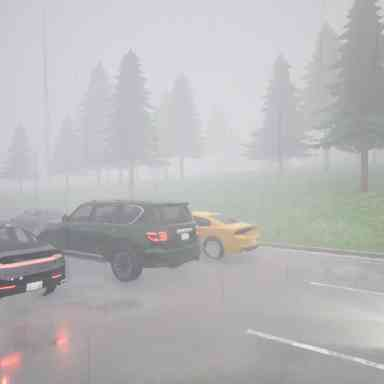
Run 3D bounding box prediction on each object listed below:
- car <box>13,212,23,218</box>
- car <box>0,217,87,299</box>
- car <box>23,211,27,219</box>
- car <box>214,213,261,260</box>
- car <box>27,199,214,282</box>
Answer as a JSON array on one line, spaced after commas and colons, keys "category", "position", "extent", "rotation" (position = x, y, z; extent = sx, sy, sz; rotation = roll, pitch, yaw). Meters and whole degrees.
[{"category": "car", "position": [-10.634, 1.547, 15.921], "extent": [5.357, 1.411, 2.033], "rotation": [0, 0, 35]}, {"category": "car", "position": [-4.830, 1.492, 7.455], "extent": [4.902, 1.511, 2.128], "rotation": [0, 0, 36]}, {"category": "car", "position": [-8.505, 1.564, 18.701], "extent": [4.181, 1.385, 1.994], "rotation": [0, 0, 36]}, {"category": "car", "position": [0.075, 1.478, 12.553], "extent": [5.008, 1.535, 1.882], "rotation": [0, 0, 36]}, {"category": "car", "position": [-2.357, 1.221, 9.990], "extent": [5.566, 2.045, 2.150], "rotation": [0, 0, 35]}]
